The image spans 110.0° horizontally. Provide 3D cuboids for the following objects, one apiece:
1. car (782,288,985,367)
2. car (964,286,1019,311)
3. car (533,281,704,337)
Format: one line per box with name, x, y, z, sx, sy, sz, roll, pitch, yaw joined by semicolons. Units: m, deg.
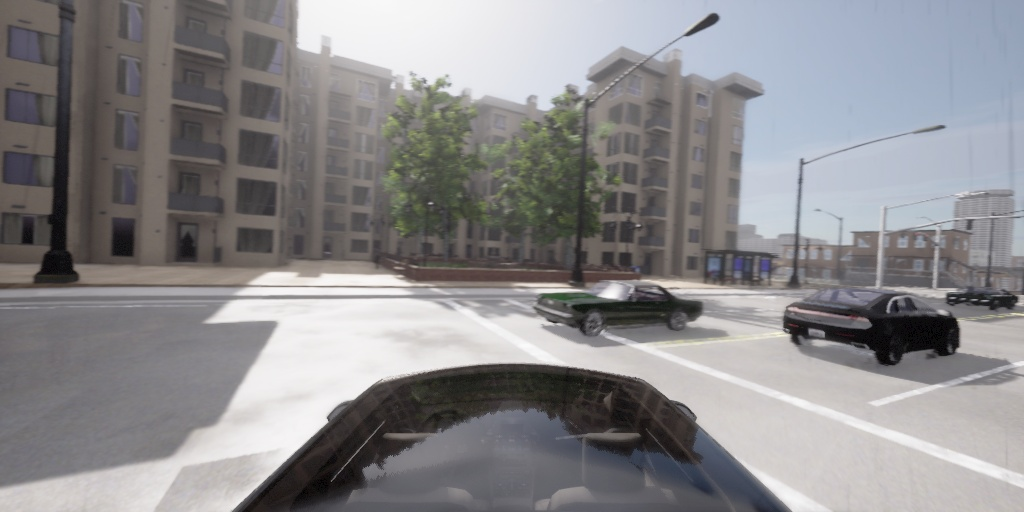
car;8.797;1.558;8.737;4.902;1.511;2.128;3;1;-24
car;28.674;2.537;21.897;4.718;1.301;1.895;3;1;-24
car;2.982;1.356;10.048;4.718;1.301;1.895;3;1;-25
